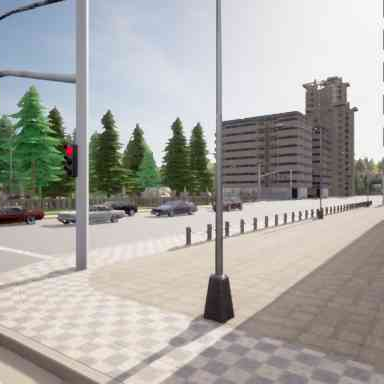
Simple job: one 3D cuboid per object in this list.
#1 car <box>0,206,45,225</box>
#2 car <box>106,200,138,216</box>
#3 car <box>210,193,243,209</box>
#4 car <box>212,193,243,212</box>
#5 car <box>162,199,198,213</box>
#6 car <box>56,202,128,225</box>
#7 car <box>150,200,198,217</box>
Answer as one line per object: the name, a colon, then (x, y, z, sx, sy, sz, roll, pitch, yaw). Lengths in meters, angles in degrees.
car: (-12.575, 1.601, 22.261, 1.895, 1.301, 4.718, 0, 0, 37)
car: (-7.084, 1.478, 29.877, 1.882, 1.535, 5.008, 0, 0, 36)
car: (4.927, 1.221, 46.638, 2.150, 2.045, 5.566, 0, 0, 36)
car: (4.273, 1.352, 39.744, 2.097, 1.767, 4.553, 0, 0, 36)
car: (-1.331, 1.564, 37.941, 1.994, 1.385, 4.181, 0, 0, 35)
car: (-7.149, 1.601, 23.759, 1.895, 1.301, 4.718, 0, 0, 36)
car: (-1.541, 1.547, 31.613, 2.033, 1.411, 5.357, 0, 0, 36)
